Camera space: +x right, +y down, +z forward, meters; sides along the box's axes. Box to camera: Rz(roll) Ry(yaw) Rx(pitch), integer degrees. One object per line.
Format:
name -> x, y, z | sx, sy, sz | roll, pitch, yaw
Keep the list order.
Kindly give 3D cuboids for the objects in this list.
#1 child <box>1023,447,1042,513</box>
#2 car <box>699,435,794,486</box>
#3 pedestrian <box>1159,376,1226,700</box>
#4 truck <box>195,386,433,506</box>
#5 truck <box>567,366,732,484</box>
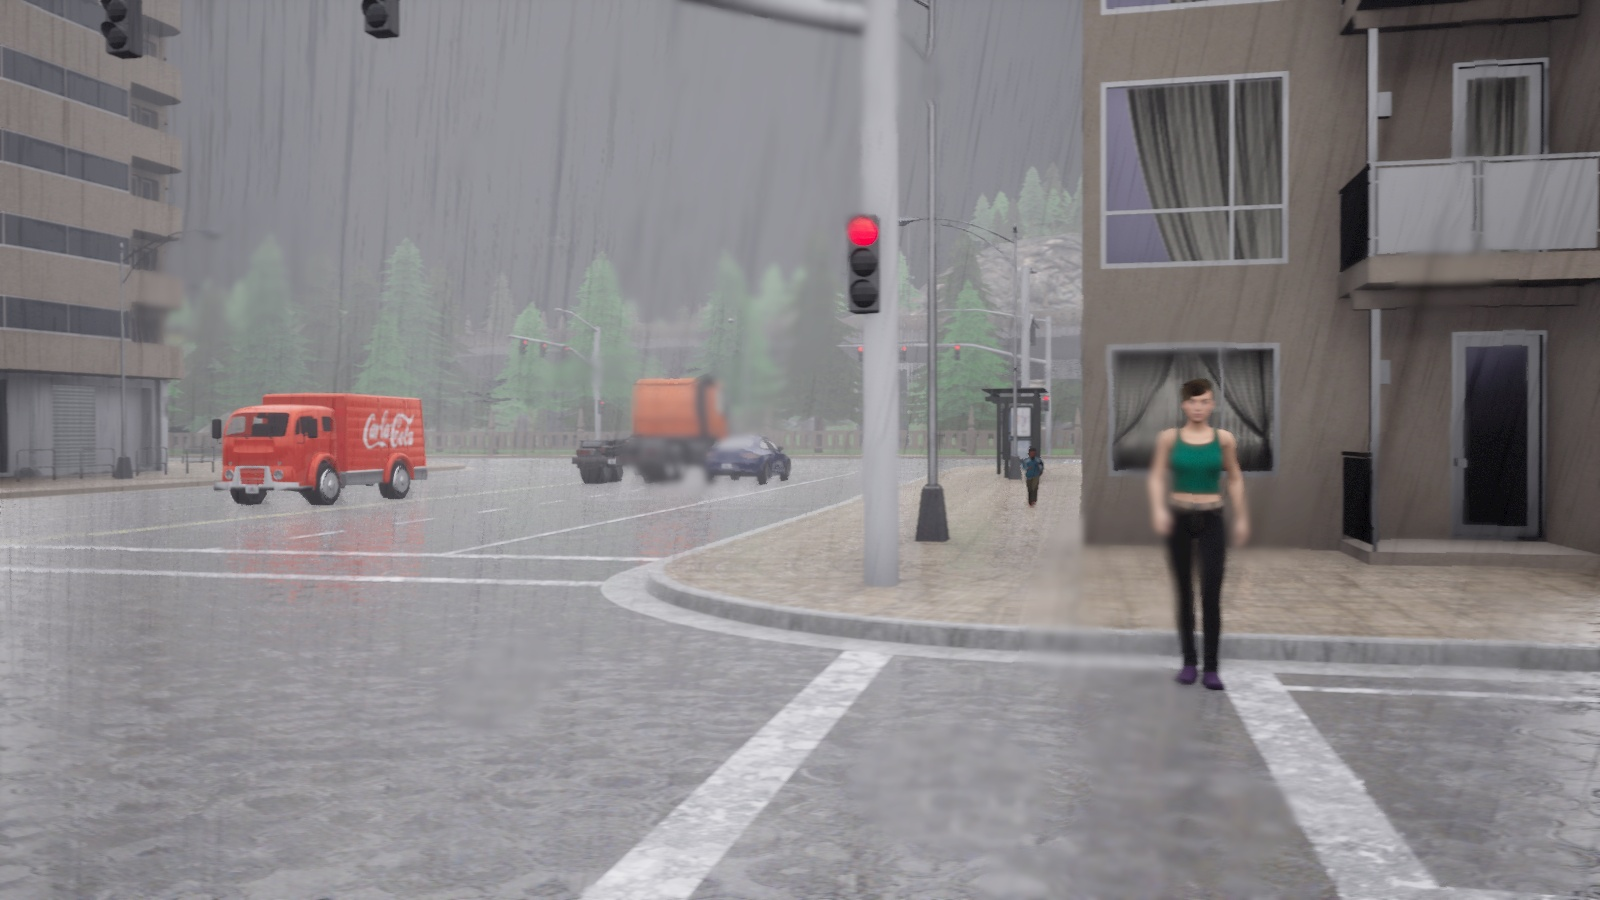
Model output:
child -> 4.270, 0.542, 23.070 | 0.343, 1.192, 0.448 | 0, 1, 11
car -> -1.567, 0.275, 38.686 | 1.812, 1.442, 4.674 | 0, 1, 12
pedestrian -> 2.338, 0.495, 7.461 | 0.345, 1.836, 0.594 | 1, 1, 19
truck -> -10.888, -0.129, 28.700 | 2.627, 2.467, 5.204 | 0, 1, 12
truck -> -4.666, -0.780, 40.877 | 2.891, 3.462, 7.936 | 0, 1, 12
